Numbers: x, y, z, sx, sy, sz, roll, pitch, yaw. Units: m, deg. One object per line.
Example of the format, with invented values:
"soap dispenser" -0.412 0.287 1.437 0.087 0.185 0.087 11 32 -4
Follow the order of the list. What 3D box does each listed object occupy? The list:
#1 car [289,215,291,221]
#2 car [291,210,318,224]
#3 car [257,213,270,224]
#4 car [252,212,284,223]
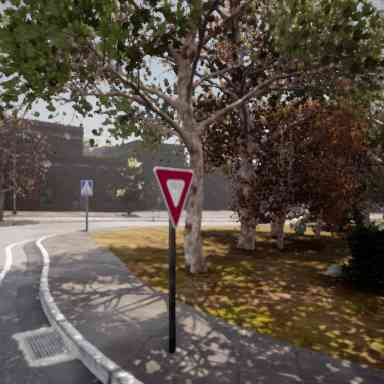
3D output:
"car" 17.838 4.131 55.485 2.033 1.411 5.357 0 -2 43
"car" 17.315 3.903 50.110 1.882 1.535 5.008 0 -2 43
"car" 8.591 3.271 40.591 1.994 1.385 4.181 0 -4 43
"car" 11.012 3.704 47.991 2.033 1.411 5.357 0 -3 43
